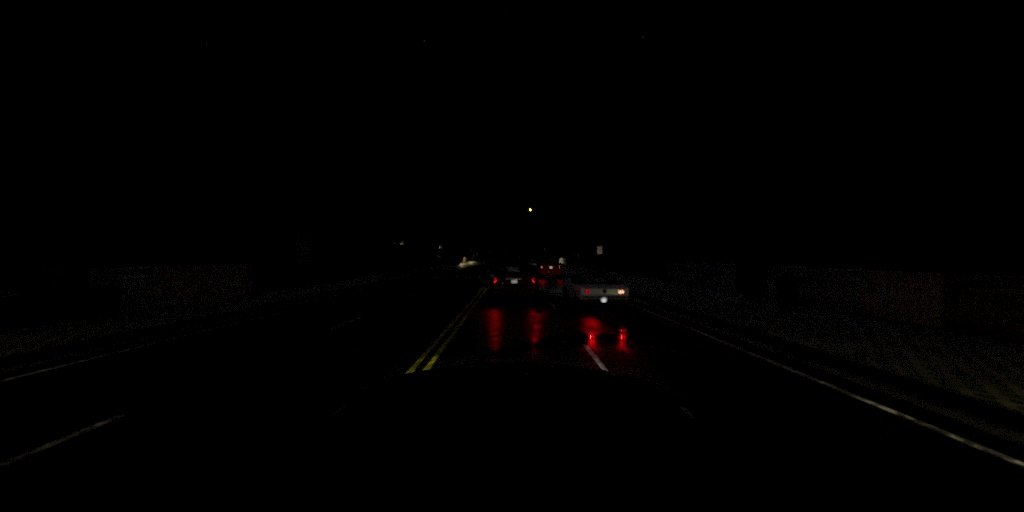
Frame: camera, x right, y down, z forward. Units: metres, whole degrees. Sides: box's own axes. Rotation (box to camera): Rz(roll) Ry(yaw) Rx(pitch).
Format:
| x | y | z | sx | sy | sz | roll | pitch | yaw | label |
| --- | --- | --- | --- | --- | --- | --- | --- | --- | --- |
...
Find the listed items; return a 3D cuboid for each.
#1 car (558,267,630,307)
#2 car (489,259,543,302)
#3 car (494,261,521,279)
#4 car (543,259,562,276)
| x | y | z | sx | sy | sz | roll | pitch | yaw | label |
| --- | --- | --- | --- | --- | --- | --- | --- | --- | --- |
| 3.348 | 1.321 | 15.253 | 1.895 | 1.301 | 4.718 | 0 | 0 | 0 | car |
| 0.097 | 1.068 | 16.791 | 2.097 | 1.767 | 4.553 | 0 | 0 | 0 | car |
| -0.502 | 1.205 | 32.559 | 1.812 | 1.442 | 4.674 | 0 | 0 | -9 | car |
| 3.343 | 1.030 | 32.860 | 2.097 | 1.767 | 4.553 | 0 | 0 | 0 | car |
